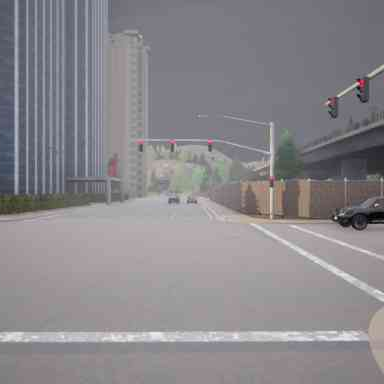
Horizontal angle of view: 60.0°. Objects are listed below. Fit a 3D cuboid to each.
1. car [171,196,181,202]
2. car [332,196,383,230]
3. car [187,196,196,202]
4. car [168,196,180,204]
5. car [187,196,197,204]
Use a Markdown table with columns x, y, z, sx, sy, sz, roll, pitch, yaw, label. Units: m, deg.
| x | y | z | sx | sy | sz | roll | pitch | yaw | label |
| --- | --- | --- | --- | --- | --- | --- | --- | --- | --- |
| -3.609 | 1.540 | 74.416 | 2.033 | 1.411 | 5.357 | 0 | 0 | 0 | car |
| 11.814 | 1.277 | 20.931 | 5.566 | 2.045 | 2.150 | 0 | 0 | 0 | car |
| -0.110 | 1.595 | 74.558 | 1.895 | 1.301 | 4.718 | 0 | 0 | 0 | car |
| -3.497 | 1.478 | 64.199 | 1.882 | 1.535 | 5.008 | 0 | 0 | 0 | car |
| 0.004 | 1.564 | 64.595 | 1.994 | 1.385 | 4.181 | 0 | 0 | 0 | car |
